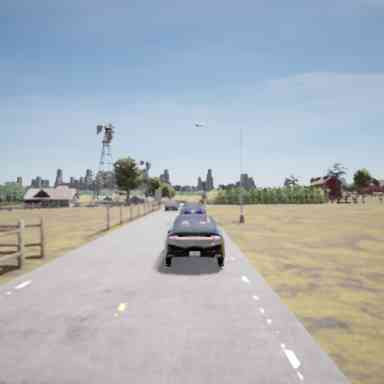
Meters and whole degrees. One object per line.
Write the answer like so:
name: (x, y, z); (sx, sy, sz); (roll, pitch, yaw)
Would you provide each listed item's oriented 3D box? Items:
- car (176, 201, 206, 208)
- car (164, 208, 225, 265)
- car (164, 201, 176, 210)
car: (0.083, 1.489, 26.911); (2.097, 1.767, 4.553); (0, 0, 0)
car: (0.084, 1.525, 11.734); (2.128, 1.511, 4.902); (0, 0, 0)
car: (-2.817, 1.915, 46.379); (2.033, 1.411, 5.357); (0, -1, 0)
